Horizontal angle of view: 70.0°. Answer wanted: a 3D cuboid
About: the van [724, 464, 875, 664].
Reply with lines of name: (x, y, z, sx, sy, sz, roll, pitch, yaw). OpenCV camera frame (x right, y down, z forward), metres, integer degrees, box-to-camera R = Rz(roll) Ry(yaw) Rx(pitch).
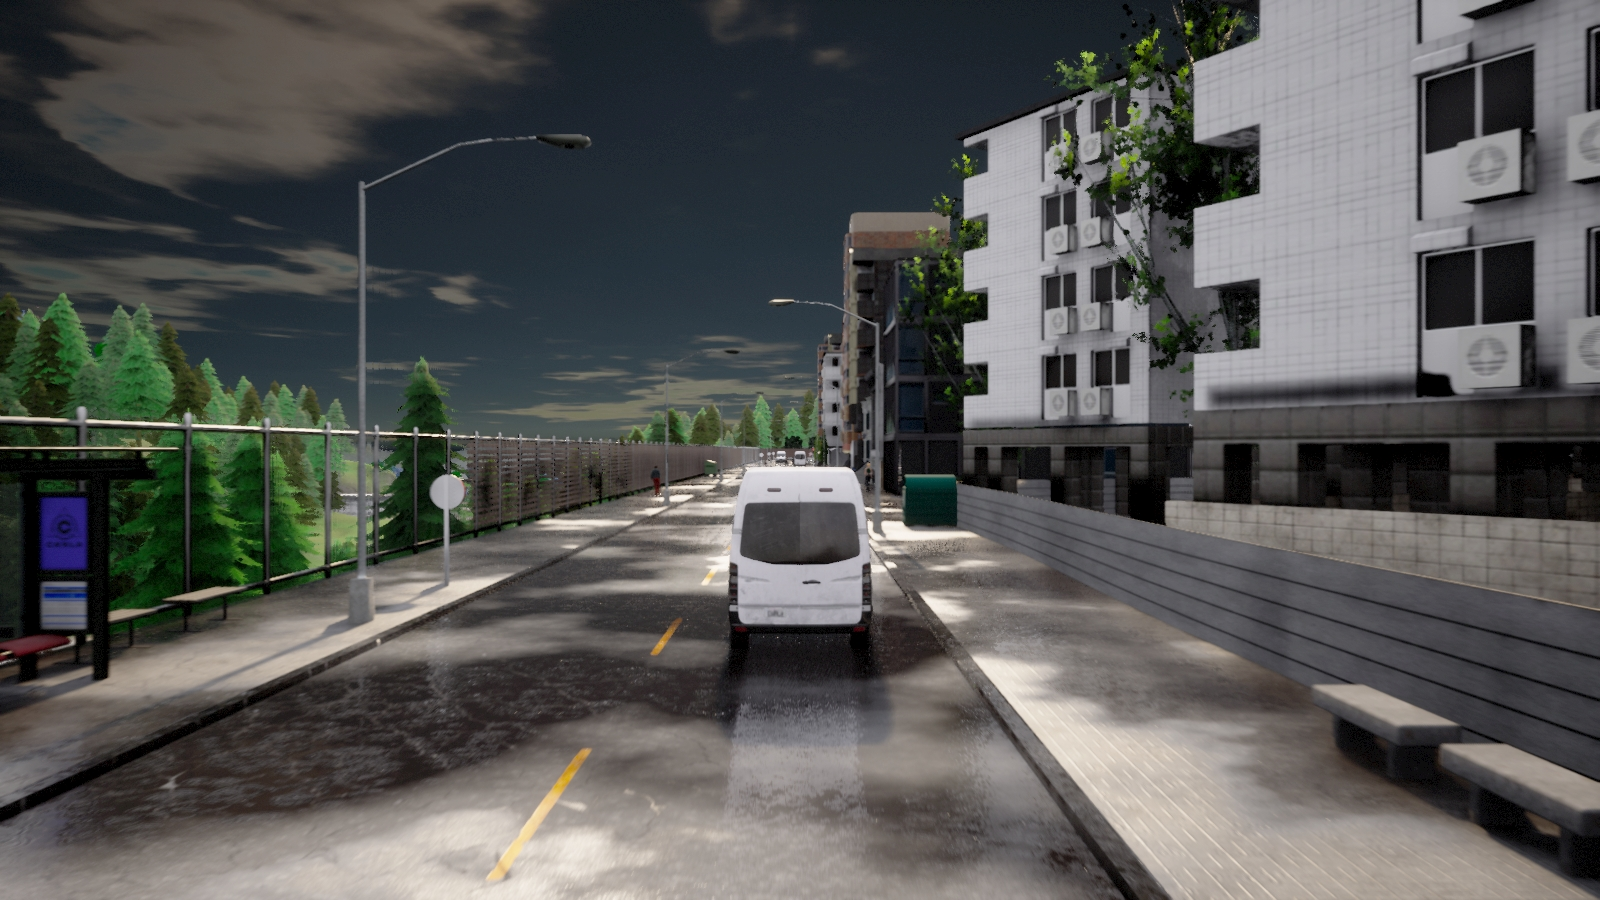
van: (-0.004, 1.534, 18.005, 1.988, 2.561, 5.915, 0, 0, 0)

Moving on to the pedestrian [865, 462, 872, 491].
pedestrian: (4.458, 1.744, 74.458, 0.375, 1.860, 0.375, 0, 0, -3)

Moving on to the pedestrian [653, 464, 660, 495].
pedestrian: (-8.486, 1.745, 67.529, 0.375, 1.860, 0.375, 0, 0, 1)
